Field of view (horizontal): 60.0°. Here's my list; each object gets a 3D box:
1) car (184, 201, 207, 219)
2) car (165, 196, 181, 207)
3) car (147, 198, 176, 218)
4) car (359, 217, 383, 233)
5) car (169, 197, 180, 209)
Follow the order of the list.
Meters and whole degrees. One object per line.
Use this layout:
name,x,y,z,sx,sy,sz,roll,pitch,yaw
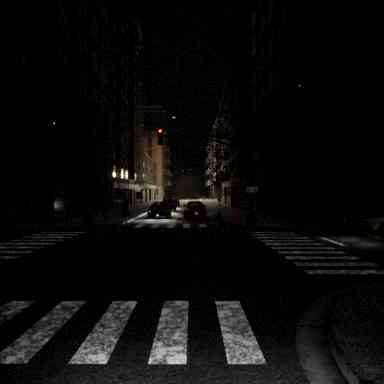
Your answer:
car,0.270,1.520,28.961,1.812,1.442,4.674,0,0,-2
car,-2.835,1.474,50.838,2.128,1.511,4.902,0,0,0
car,-2.841,1.541,30.207,2.033,1.411,5.357,0,0,0
car,11.636,1.554,17.902,4.829,1.417,1.752,0,0,0
car,-2.837,1.480,40.028,2.128,1.511,4.902,0,0,0
